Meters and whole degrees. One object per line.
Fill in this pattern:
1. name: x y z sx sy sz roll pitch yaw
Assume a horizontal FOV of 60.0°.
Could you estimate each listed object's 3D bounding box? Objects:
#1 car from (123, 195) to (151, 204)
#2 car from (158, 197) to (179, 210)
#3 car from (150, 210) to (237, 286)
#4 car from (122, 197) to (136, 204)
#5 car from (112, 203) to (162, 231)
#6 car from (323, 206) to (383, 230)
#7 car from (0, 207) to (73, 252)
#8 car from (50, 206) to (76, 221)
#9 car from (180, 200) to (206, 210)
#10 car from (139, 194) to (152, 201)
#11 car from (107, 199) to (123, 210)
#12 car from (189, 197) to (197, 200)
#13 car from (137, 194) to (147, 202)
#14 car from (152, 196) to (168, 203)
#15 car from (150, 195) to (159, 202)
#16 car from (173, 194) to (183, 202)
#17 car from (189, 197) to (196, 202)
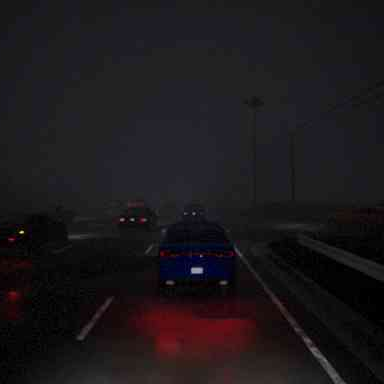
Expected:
1. car: -6.821 1.552 41.917 2.097 1.767 4.553 0 0 0
2. car: -3.309 1.790 47.731 1.994 1.385 4.181 0 0 0
3. car: 0.118 1.524 9.555 1.882 1.535 5.008 0 0 0
4. car: -13.848 1.887 72.853 2.033 1.411 5.357 0 0 0
5. car: -3.360 1.649 21.419 2.033 1.411 5.357 0 0 0
6. car: 10.484 1.573 19.965 5.008 1.535 1.882 0 0 41
7. car: -6.873 1.593 14.029 1.812 1.442 4.674 0 0 0
8. car: -10.352 1.720 24.993 1.895 1.301 4.718 0 0 0
9. car: 0.149 1.678 27.292 2.033 1.411 5.357 0 0 0
10. car: -10.350 1.701 72.853 2.097 1.767 4.553 0 0 0
11. car: -10.313 1.722 45.944 1.837 1.490 4.892 0 -1 0
12. car: 0.205 1.817 56.612 2.033 1.411 5.357 0 0 0
13. car: -13.824 1.663 92.237 2.150 2.045 5.566 0 0 0
14. car: -6.858 1.695 71.552 2.097 1.767 4.553 0 0 0
15. car: -10.323 1.795 92.498 2.097 1.767 4.553 0 0 0
16. car: -3.352 1.592 77.271 2.150 2.045 5.566 0 0 0
17. car: 0.171 2.020 89.431 1.895 1.301 4.718 0 0 0
